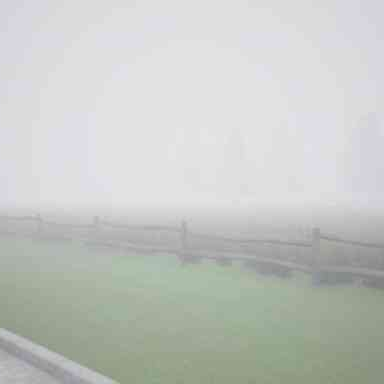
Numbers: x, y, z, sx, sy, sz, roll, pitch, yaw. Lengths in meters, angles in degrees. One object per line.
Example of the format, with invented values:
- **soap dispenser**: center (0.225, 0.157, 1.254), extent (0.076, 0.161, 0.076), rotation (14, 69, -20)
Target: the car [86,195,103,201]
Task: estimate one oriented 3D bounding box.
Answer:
- **car**: center (-24.369, 1.786, 83.431), extent (4.605, 1.855, 1.932), rotation (-1, 0, 35)
